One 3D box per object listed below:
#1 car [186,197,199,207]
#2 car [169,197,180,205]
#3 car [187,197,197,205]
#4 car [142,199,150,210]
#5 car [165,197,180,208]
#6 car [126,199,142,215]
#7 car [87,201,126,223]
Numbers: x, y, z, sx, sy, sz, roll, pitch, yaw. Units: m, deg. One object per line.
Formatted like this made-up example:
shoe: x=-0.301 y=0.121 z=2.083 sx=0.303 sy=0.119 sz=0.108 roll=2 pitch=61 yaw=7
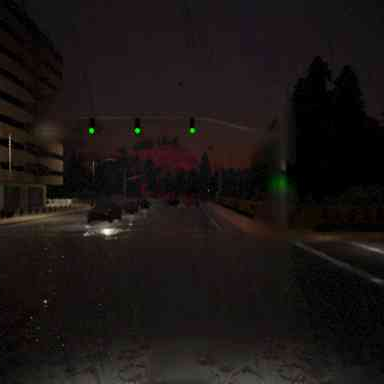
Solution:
car: x=0.104 y=1.588 z=57.192 sx=2.097 sy=1.767 sz=4.553 roll=0 pitch=0 yaw=0
car: x=-3.495 y=1.749 z=66.596 sx=1.882 sy=1.535 sz=5.008 roll=0 pitch=0 yaw=0
car: x=0.004 y=1.795 z=66.837 sx=1.812 sy=1.442 sz=4.674 roll=0 pitch=0 yaw=0
car: x=-7.075 y=1.713 z=46.987 sx=1.837 sy=1.490 sz=4.892 roll=0 pitch=0 yaw=0
car: x=-3.396 y=1.774 z=53.676 sx=2.033 sy=1.411 sz=5.357 roll=0 pitch=0 yaw=0
car: x=-7.084 y=1.698 z=36.746 sx=1.812 sy=1.442 sz=4.674 roll=0 pitch=0 yaw=0
car: x=-7.088 y=1.617 z=27.360 sx=1.882 sy=1.535 sz=5.008 roll=0 pitch=0 yaw=0
